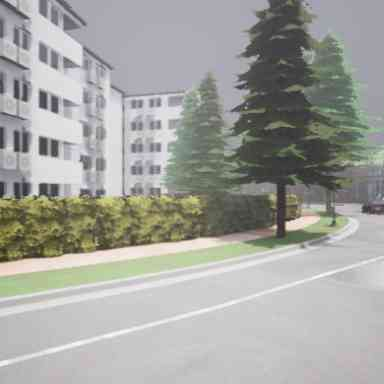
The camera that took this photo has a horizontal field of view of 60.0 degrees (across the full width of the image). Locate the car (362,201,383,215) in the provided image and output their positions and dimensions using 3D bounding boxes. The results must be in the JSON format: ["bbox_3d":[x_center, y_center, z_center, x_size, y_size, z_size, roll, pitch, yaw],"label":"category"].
[{"bbox_3d":[18.806,1.571,33.689,1.994,1.385,4.181,0,0,10],"label":"car"}]
